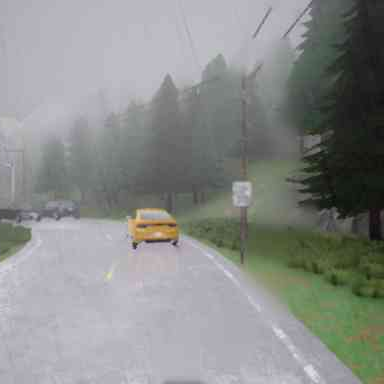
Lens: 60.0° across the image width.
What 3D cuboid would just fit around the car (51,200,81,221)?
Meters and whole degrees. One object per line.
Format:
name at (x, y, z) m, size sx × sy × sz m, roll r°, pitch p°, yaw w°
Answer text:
car at (-11.611, 1.459, 28.631) m, size 4.553 × 1.767 × 2.097 m, roll 0°, pitch 0°, yaw 39°

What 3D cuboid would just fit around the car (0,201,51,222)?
car at (-13.689, 1.617, 26.263) m, size 4.902 × 1.511 × 2.128 m, roll -1°, pitch 0°, yaw 36°

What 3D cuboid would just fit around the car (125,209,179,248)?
car at (-1.946, 1.502, 15.261) m, size 1.882 × 1.535 × 5.008 m, roll 0°, pitch 0°, yaw -15°
